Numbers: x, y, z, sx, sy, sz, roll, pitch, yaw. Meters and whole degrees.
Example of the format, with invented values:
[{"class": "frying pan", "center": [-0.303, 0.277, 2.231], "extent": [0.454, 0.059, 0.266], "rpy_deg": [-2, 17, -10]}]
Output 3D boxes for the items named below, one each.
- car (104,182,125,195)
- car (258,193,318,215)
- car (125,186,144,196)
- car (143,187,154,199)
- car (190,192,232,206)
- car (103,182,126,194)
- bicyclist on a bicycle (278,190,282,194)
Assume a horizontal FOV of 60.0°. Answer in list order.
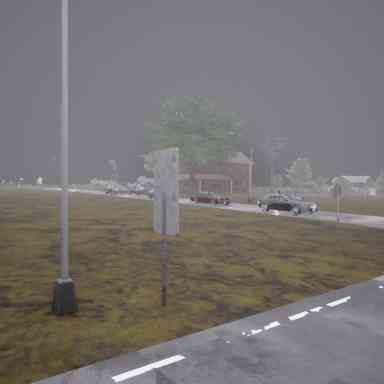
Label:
[{"class": "car", "center": [-11.933, -0.437, 52.636], "extent": [2.097, 1.767, 4.553], "rpy_deg": [0, 2, -35]}, {"class": "car", "center": [7.295, 0.895, 25.724], "extent": [2.128, 1.511, 4.902], "rpy_deg": [0, 2, -36]}, {"class": "car", "center": [-8.411, -0.187, 52.569], "extent": [1.812, 1.442, 4.674], "rpy_deg": [0, 2, -35]}, {"class": "car", "center": [-3.831, 0.231, 41.225], "extent": [1.812, 1.442, 4.674], "rpy_deg": [0, 2, -36]}, {"class": "car", "center": [1.843, 0.658, 33.312], "extent": [1.895, 1.301, 4.718], "rpy_deg": [0, 2, -36]}, {"class": "car", "center": [-14.110, -0.818, 60.409], "extent": [2.150, 2.045, 5.566], "rpy_deg": [0, 2, -36]}, {"class": "bicyclist on a bicycle", "center": [8.891, 0.664, 33.763], "extent": [1.656, 1.620, 0.582], "rpy_deg": [0, 2, -36]}]
